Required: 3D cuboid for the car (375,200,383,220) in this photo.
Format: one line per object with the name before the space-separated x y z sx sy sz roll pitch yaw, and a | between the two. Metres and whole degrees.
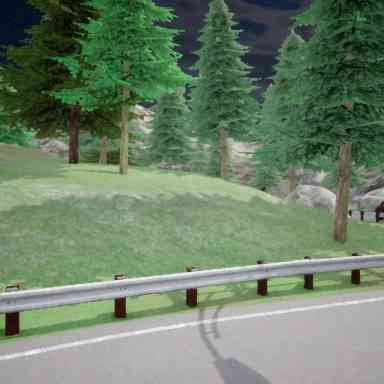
car | 16.344 1.367 25.262 2.097 1.767 4.553 0 0 -19
